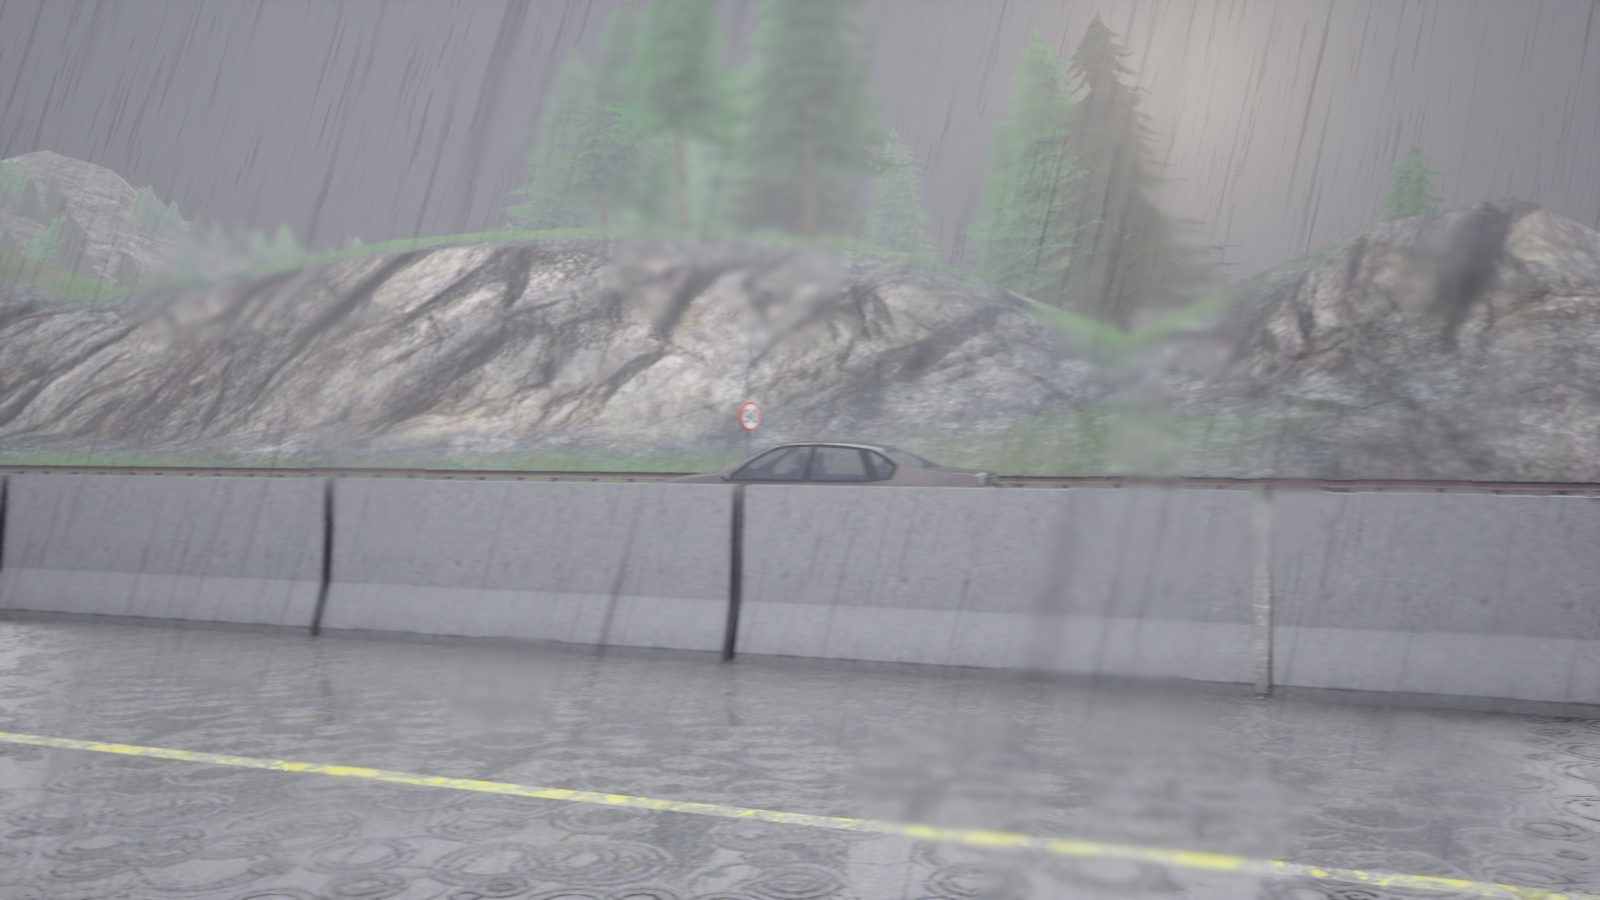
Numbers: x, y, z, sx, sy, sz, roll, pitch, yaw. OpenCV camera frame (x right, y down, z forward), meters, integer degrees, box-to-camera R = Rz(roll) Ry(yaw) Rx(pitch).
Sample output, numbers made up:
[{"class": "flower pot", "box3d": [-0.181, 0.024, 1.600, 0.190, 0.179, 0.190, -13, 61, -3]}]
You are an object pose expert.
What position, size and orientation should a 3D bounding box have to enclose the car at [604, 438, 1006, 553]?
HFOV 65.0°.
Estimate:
[{"class": "car", "box3d": [0.085, 0.570, 17.935, 5.357, 1.411, 2.033, 1, 1, 19]}]
